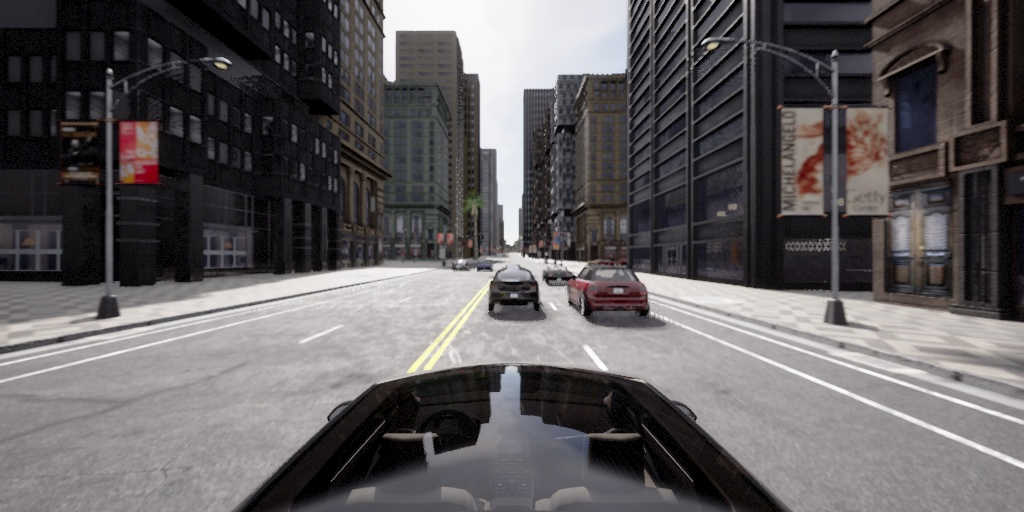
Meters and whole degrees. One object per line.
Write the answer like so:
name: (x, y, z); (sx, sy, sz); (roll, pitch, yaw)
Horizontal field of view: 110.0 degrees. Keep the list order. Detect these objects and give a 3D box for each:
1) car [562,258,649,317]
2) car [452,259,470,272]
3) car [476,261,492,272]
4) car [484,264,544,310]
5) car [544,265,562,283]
car: (3.320, 1.097, 13.274); (2.097, 1.767, 4.553); (0, 0, 0)
car: (-6.588, 1.202, 46.517); (2.128, 1.511, 4.902); (0, 0, 0)
car: (-3.346, 1.315, 44.785); (1.895, 1.301, 4.718); (0, 0, 0)
car: (0.077, 1.223, 14.658); (1.882, 1.535, 5.008); (0, -1, 0)
car: (3.315, 1.340, 27.194); (1.895, 1.301, 4.718); (0, 0, 0)
